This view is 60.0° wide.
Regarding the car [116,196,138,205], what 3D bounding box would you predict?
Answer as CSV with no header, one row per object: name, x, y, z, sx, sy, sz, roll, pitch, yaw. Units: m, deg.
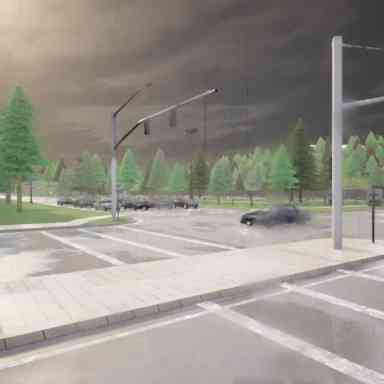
car,-12.100,1.547,61.245,2.033,1.411,5.357,0,0,-34

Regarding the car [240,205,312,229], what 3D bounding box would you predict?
car,5.653,1.547,21.952,5.357,1.411,2.033,0,0,-35

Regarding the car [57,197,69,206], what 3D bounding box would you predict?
car,-21.498,1.564,56.345,1.994,1.385,4.181,0,0,-35

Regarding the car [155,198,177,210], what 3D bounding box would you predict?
car,-4.219,1.564,43.861,1.994,1.385,4.181,0,0,-35

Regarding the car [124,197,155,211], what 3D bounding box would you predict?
car,-7.206,1.547,42.023,2.033,1.411,5.357,0,0,-35

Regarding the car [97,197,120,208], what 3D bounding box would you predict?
car,-12.569,1.526,49.673,1.812,1.442,4.674,0,0,-35

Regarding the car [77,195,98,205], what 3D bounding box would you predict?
car,-18.136,1.352,57.641,2.097,1.767,4.553,0,0,-35

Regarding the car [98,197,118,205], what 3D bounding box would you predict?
car,-14.954,1.564,59.207,1.994,1.385,4.181,0,0,-35

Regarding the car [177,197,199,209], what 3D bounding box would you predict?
car,-1.007,1.505,45.377,1.837,1.490,4.892,0,0,-35

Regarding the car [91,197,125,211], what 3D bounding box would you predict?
car,-10.250,1.601,40.268,1.895,1.301,4.718,0,0,-35

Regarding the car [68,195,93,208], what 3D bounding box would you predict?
car,-15.793,1.547,48.169,2.033,1.411,5.357,0,0,-35

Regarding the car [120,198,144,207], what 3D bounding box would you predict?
car,-9.243,1.601,51.023,1.895,1.301,4.718,0,0,-35

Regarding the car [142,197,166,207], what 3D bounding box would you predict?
car,-6.099,1.564,52.649,1.994,1.385,4.181,0,0,-35
